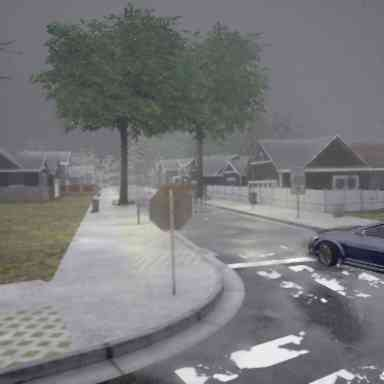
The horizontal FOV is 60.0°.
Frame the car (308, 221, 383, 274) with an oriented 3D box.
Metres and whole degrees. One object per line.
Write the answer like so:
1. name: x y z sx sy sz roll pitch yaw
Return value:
1. car: 5.232 1.380 8.656 1.994 1.385 4.181 -4 5 -37
